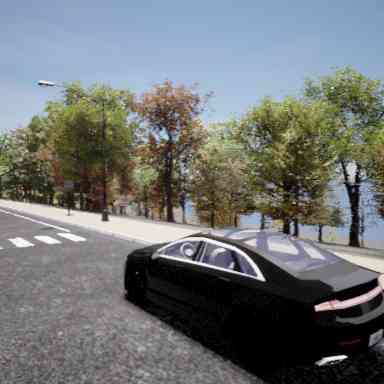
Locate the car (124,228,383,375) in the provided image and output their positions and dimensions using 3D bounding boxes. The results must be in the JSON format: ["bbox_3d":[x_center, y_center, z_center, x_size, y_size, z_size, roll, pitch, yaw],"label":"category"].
[{"bbox_3d":[0.546,1.366,5.582,2.128,1.511,4.902,-2,1,-38],"label":"car"}]
